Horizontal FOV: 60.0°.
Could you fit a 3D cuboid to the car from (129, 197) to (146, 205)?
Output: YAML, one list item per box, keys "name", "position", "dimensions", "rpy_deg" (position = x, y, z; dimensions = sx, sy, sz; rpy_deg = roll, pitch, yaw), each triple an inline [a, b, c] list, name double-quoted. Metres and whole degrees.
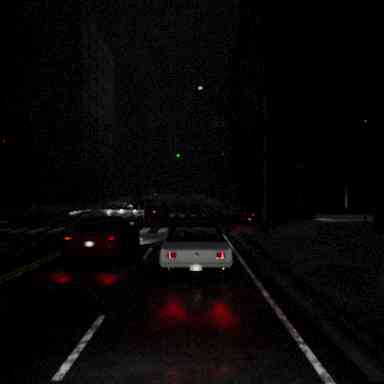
- name: "car"
  position: [-9.785, 1.580, 59.927]
  dimensions: [2.033, 1.411, 5.357]
  rpy_deg: [0, 0, 1]

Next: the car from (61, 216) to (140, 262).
- name: "car"
  position: [-3.150, 1.570, 12.209]
  dimensions: [1.994, 1.385, 4.181]
  rpy_deg: [0, 0, 0]

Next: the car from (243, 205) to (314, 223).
- name: "car"
  position: [6.115, 1.542, 23.369]
  dimensions: [4.718, 1.301, 1.895]
  rpy_deg: [-1, 0, -16]

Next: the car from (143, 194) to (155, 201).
- name: "car"
  position: [-9.753, 1.196, 75.228]
  dimensions: [2.033, 1.411, 5.357]
  rpy_deg: [0, 0, 0]

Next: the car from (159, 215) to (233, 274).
- name: "car"
  position: [0.103, 1.606, 10.514]
  dimensions: [1.895, 1.301, 4.718]
  rpy_deg: [0, 0, 0]

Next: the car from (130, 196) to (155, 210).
- name: "car"
  position: [-6.592, 1.571, 44.148]
  dimensions: [2.033, 1.411, 5.357]
  rpy_deg: [0, 0, 0]

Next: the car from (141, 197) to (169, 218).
- name: "car"
  position: [-3.152, 1.494, 30.309]
  dimensions: [1.882, 1.535, 5.008]
  rpy_deg: [0, 0, 0]

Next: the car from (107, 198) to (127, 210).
- name: "car"
  position: [-9.837, 1.550, 44.165]
  dimensions: [1.812, 1.442, 4.674]
  rpy_deg: [0, 0, 0]
